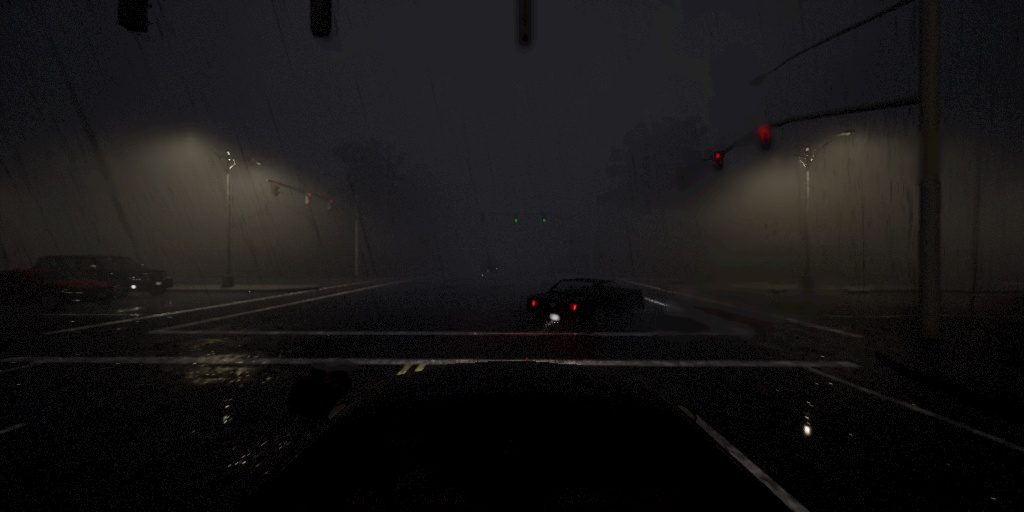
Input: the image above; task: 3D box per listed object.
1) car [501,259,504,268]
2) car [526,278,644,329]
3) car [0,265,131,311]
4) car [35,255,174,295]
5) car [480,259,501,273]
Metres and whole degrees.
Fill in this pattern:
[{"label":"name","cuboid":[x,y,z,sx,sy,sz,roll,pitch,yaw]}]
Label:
[{"label":"car","cuboid":[-2.717,1.262,54.725,1.882,1.535,5.008,0,0,1]},{"label":"car","cuboid":[2.567,1.357,11.411,1.895,1.301,4.718,0,0,39]},{"label":"car","cuboid":[-18.365,1.235,13.931,5.008,1.535,1.882,0,0,1]},{"label":"car","cuboid":[-19.933,0.981,17.476,5.566,2.045,2.150,0,0,1]},{"label":"car","cuboid":[-2.821,1.326,44.912,2.033,1.411,5.357,0,0,1]}]
